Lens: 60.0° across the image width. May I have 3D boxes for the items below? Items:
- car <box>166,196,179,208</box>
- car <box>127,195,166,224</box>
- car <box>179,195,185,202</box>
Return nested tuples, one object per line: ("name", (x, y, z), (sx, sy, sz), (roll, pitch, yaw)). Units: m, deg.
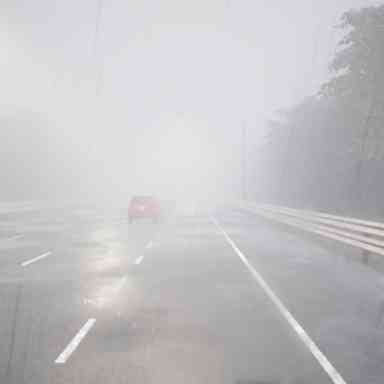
("car", (-3.386, 1.536, 49.680), (1.882, 1.535, 5.008), (0, 0, 0))
("car", (-3.476, 1.243, 25.437), (2.150, 2.045, 5.566), (0, 0, 0))
("car", (-3.210, 1.624, 76.854), (1.812, 1.442, 4.674), (0, 0, 0))
